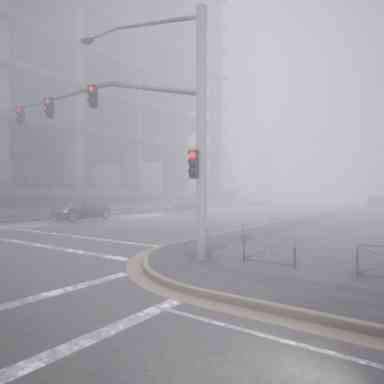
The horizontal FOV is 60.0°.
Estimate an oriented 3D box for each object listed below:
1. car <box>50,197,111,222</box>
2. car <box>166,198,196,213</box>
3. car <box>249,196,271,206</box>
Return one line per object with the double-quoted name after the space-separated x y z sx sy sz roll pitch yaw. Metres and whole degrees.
-8.486 1.300 25.508 2.097 1.767 4.553 0 0 36 "car"
-0.839 1.438 36.306 2.128 1.511 4.902 0 0 35 "car"
10.818 1.425 52.640 1.882 1.535 5.008 0 0 36 "car"
